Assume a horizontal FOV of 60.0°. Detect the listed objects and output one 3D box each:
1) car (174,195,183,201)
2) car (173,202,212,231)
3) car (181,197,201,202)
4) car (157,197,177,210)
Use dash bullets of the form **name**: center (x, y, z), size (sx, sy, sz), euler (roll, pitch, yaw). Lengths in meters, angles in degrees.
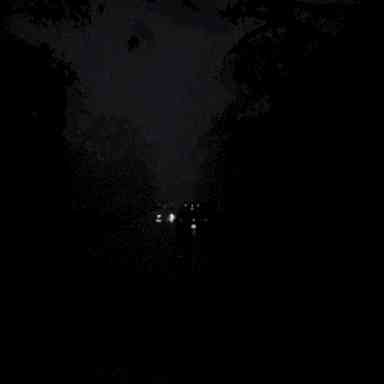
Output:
- **car**: center (-3.188, 1.347, 78.808), size (2.033, 1.411, 5.357), euler (0, -1, -1)
- **car**: center (0.074, 1.461, 19.346), size (1.895, 1.301, 4.718), euler (0, 0, 0)
- **car**: center (0.012, 1.381, 35.459), size (1.895, 1.301, 4.718), euler (0, 0, 0)
- **car**: center (-2.949, 1.379, 38.177), size (1.895, 1.301, 4.718), euler (0, 0, 0)
